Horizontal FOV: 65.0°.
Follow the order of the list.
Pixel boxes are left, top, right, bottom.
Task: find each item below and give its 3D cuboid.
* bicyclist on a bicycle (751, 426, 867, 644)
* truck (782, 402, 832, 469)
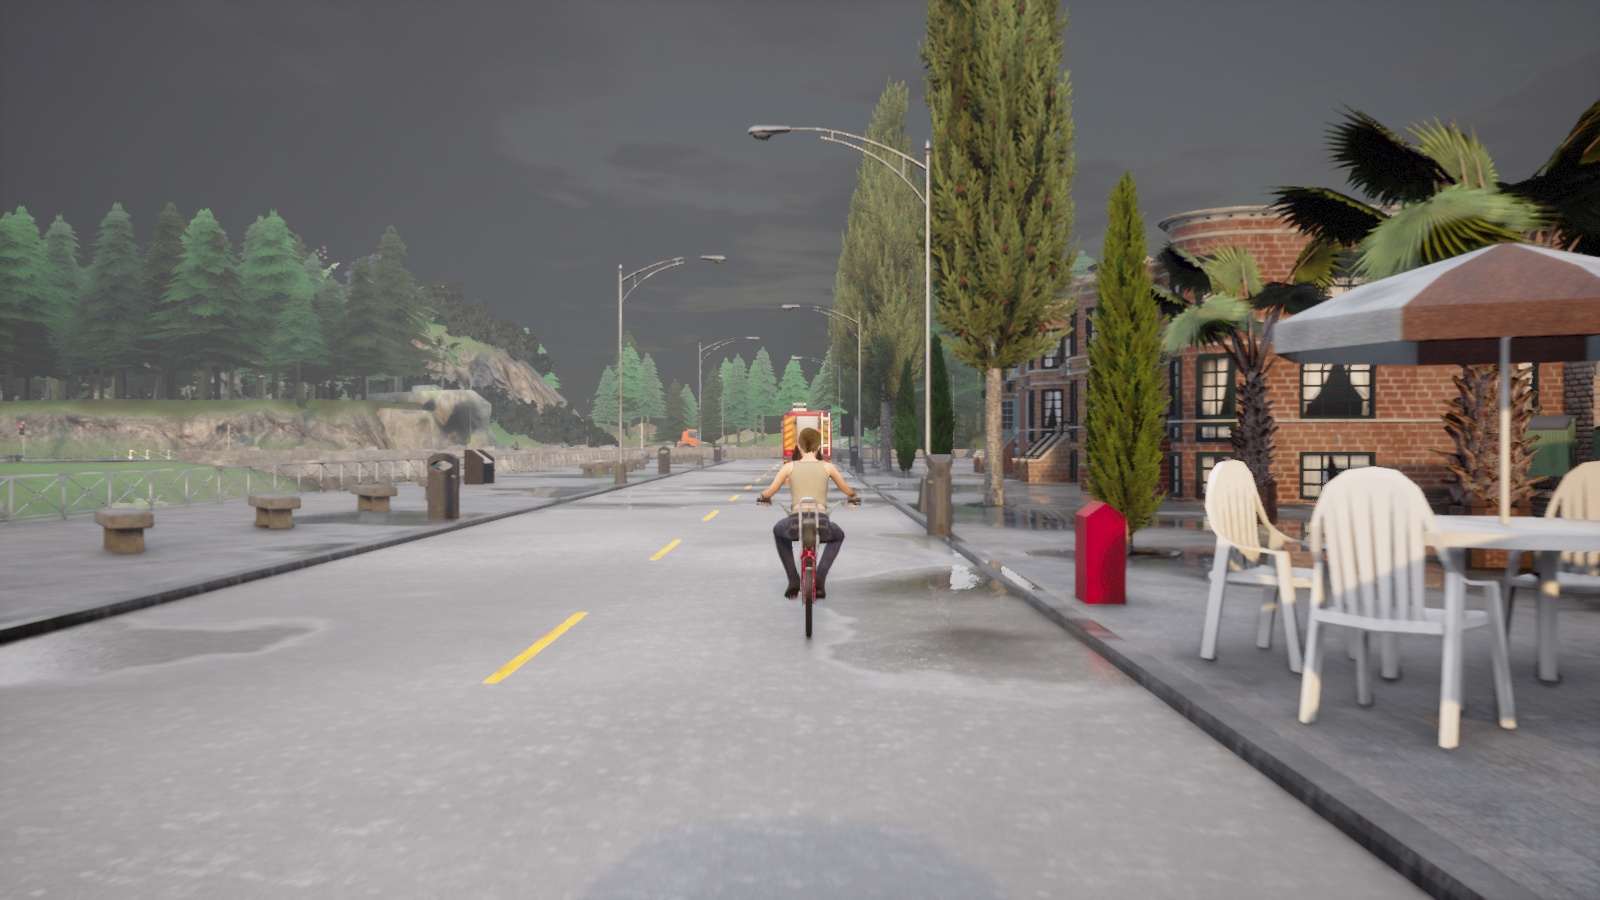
[{"bbox_3d":[0.071,0.626,10.066,0.866,1.612,1.509,0,0,0],"label":"bicyclist on a bicycle"},{"bbox_3d":[0.439,-0.849,76.504,2.891,3.827,8.468,0,0,0],"label":"truck"}]
